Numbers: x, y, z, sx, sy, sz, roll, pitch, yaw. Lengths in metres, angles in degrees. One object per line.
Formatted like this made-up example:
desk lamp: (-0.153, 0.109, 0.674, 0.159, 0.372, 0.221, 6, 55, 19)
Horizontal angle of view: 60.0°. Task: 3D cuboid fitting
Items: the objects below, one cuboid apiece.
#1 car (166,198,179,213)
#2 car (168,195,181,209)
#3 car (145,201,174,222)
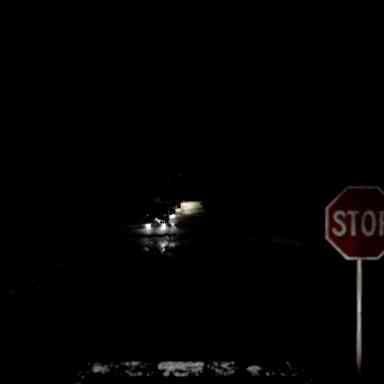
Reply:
car: (-2.874, 1.759, 38.631, 1.812, 1.442, 4.674, 0, 0, 0)
car: (-2.869, 1.530, 52.471, 2.150, 2.045, 5.566, 0, -1, 0)
car: (-2.823, 1.723, 28.276, 2.033, 1.411, 5.357, 0, 0, -2)
